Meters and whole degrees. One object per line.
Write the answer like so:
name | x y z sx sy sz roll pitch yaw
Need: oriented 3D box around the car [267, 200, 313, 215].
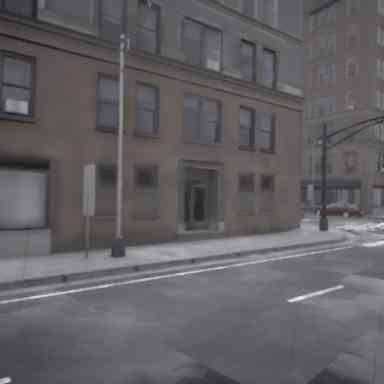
car | 10.407 1.586 35.498 2.008 1.369 4.403 2 -1 -36

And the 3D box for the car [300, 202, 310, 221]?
car | 6.668 1.496 26.064 1.887 1.381 4.507 2 -1 -36

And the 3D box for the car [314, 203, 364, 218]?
car | 13.605 1.657 31.017 1.887 1.381 4.507 2 -1 -36
